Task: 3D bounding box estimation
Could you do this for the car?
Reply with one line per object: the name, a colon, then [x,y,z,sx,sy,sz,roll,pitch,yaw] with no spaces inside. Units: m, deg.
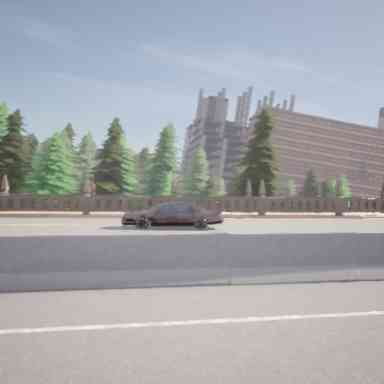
car: [-1.015,1.239,17.832,5.357,1.411,2.033,1,1,-9]
